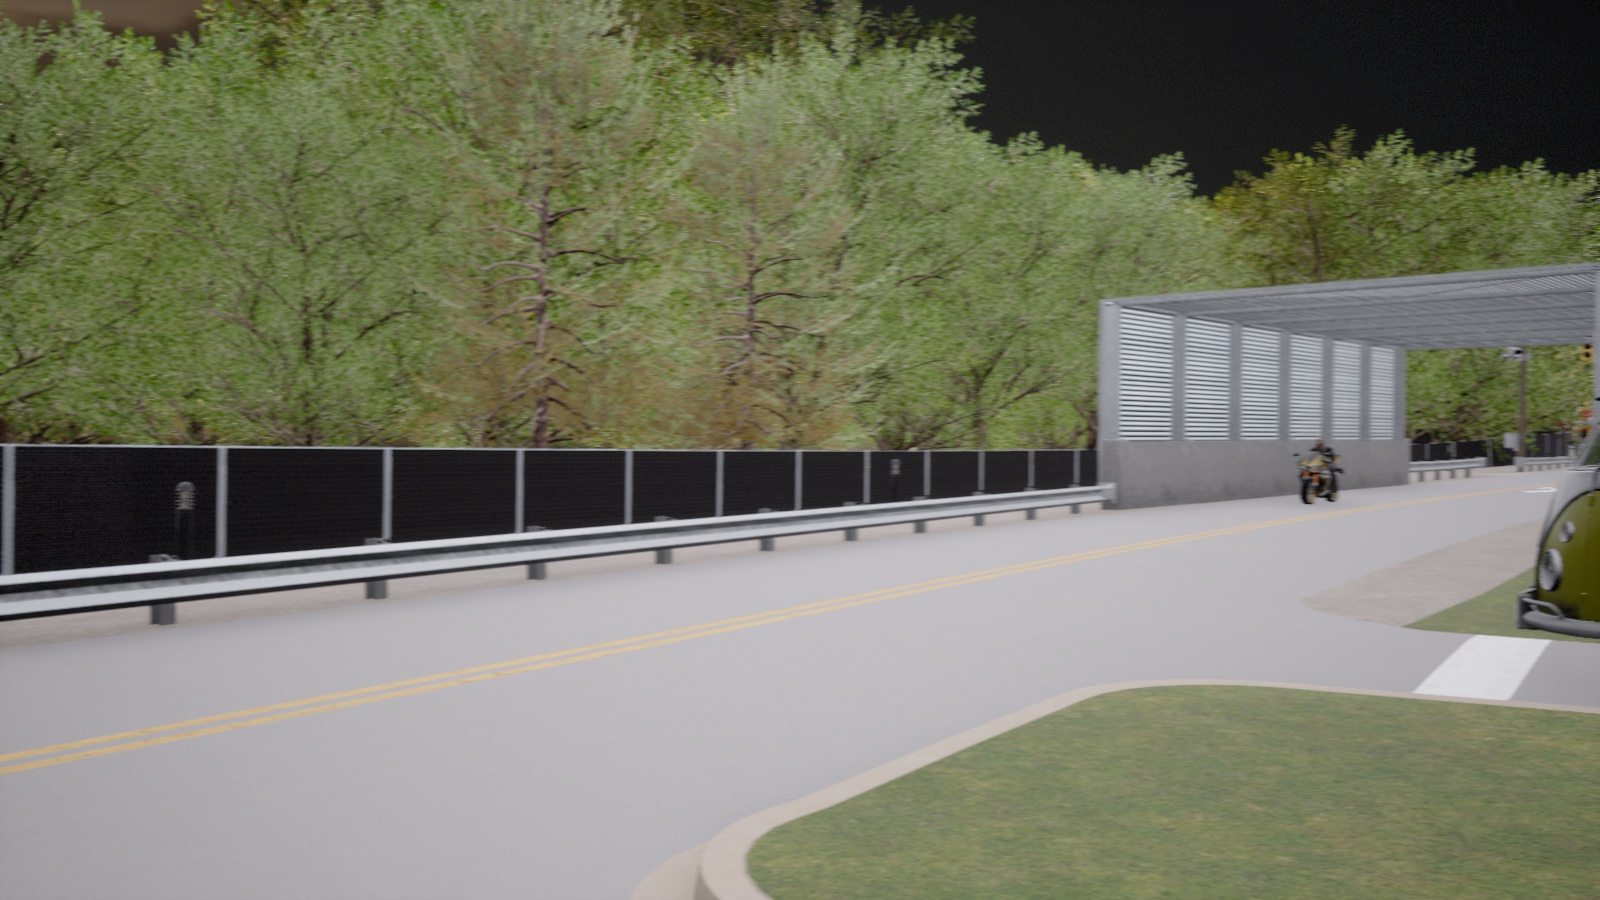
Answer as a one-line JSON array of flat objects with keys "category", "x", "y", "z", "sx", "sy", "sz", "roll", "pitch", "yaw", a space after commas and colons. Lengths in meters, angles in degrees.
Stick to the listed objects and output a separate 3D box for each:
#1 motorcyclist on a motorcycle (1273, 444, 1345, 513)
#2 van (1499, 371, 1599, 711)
[{"category": "motorcyclist on a motorcycle", "x": 11.914, "y": 0.633, "z": 29.342, "sx": 0.866, "sy": 1.530, "sz": 2.191, "roll": 2, "pitch": 1, "yaw": 41}, {"category": "van", "x": 6.582, "y": 0.553, "z": 7.065, "sx": 4.442, "sy": 1.987, "sz": 1.775, "roll": 0, "pitch": 0, "yaw": 35}]
